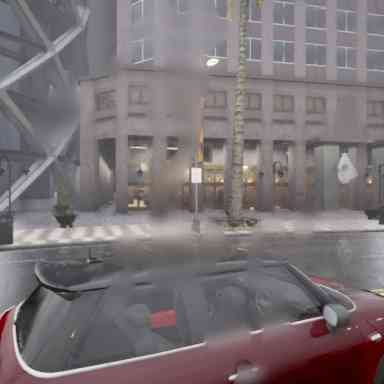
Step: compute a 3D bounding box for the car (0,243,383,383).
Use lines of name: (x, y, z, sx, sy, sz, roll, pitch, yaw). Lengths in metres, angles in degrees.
car: (0.386, 1.353, 3.487, 4.553, 1.767, 2.097, 0, 0, -28)
